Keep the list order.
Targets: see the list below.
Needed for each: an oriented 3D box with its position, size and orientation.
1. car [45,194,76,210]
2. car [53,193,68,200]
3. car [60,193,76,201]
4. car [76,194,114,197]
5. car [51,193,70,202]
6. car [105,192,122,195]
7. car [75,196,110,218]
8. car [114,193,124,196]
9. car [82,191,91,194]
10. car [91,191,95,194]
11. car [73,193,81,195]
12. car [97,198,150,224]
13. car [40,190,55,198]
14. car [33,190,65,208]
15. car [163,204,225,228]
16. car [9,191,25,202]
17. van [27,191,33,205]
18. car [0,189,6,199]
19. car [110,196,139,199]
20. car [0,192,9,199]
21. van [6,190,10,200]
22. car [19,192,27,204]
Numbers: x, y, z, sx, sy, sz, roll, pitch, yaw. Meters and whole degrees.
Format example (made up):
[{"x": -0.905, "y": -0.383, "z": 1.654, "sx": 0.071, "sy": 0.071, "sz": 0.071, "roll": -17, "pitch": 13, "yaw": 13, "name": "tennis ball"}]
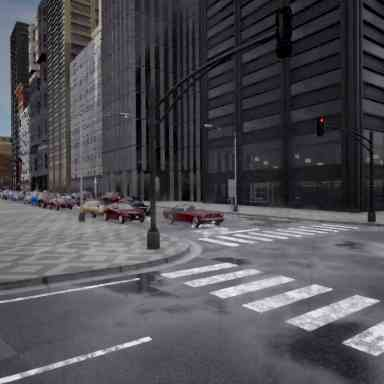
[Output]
[{"x": -14.883, "y": 1.275, "z": 37.681, "sx": 1.887, "sy": 1.381, "sz": 4.507, "roll": 0, "pitch": 1, "yaw": -36, "name": "car"}, {"x": -27.780, "y": 0.855, "z": 70.008, "sx": 1.887, "sy": 1.381, "sz": 4.507, "roll": 0, "pitch": 1, "yaw": -36, "name": "car"}, {"x": -24.480, "y": 0.949, "z": 65.454, "sx": 1.802, "sy": 1.307, "sz": 4.206, "roll": 0, "pitch": 1, "yaw": -36, "name": "car"}, {"x": -10.740, "y": 1.275, "z": 36.663, "sx": 2.033, "sy": 1.411, "sz": 5.357, "roll": -1, "pitch": 1, "yaw": -36, "name": "car"}, {"x": -23.744, "y": 0.936, "z": 60.041, "sx": 2.128, "sy": 1.511, "sz": 4.902, "roll": -1, "pitch": 1, "yaw": -36, "name": "car"}, {"x": -11.278, "y": 0.899, "z": 47.234, "sx": 2.192, "sy": 1.841, "sz": 5.009, "roll": 0, "pitch": 1, "yaw": -36, "name": "car"}, {"x": -8.183, "y": 1.353, "z": 28.434, "sx": 1.752, "sy": 1.417, "sz": 4.829, "roll": 0, "pitch": 1, "yaw": -36, "name": "car"}, {"x": -7.979, "y": 1.200, "z": 42.682, "sx": 1.947, "sy": 1.339, "sz": 4.313, "roll": 0, "pitch": 1, "yaw": -36, "name": "car"}, {"x": -17.965, "y": 0.893, "z": 52.068, "sx": 2.097, "sy": 1.767, "sz": 4.553, "roll": -1, "pitch": 1, "yaw": -36, "name": "car"}, {"x": -17.878, "y": 0.794, "z": 56.343, "sx": 2.192, "sy": 1.841, "sz": 5.009, "roll": 0, "pitch": 1, "yaw": -36, "name": "car"}, {"x": -16.519, "y": 1.166, "z": 44.683, "sx": 1.812, "sy": 1.442, "sz": 4.674, "roll": -1, "pitch": 1, "yaw": -35, "name": "car"}, {"x": -4.982, "y": 1.416, "z": 24.017, "sx": 1.887, "sy": 1.381, "sz": 4.507, "roll": 0, "pitch": 1, "yaw": -36, "name": "car"}, {"x": -34.379, "y": 0.510, "z": 79.114, "sx": 2.192, "sy": 1.841, "sz": 5.009, "roll": 0, "pitch": 1, "yaw": -36, "name": "car"}, {"x": -18.183, "y": 0.996, "z": 42.234, "sx": 2.192, "sy": 1.841, "sz": 5.009, "roll": 0, "pitch": 1, "yaw": -36, "name": "car"}, {"x": 0.029, "y": 1.479, "z": 21.752, "sx": 1.895, "sy": 1.301, "sz": 4.718, "roll": -1, "pitch": 1, "yaw": -35, "name": "car"}, {"x": -31.385, "y": 0.904, "z": 60.454, "sx": 1.967, "sy": 1.590, "sz": 4.097, "roll": 0, "pitch": 1, "yaw": -36, "name": "car"}, {"x": -21.484, "y": 0.970, "z": 46.790, "sx": 1.690, "sy": 1.788, "sz": 3.998, "roll": 0, "pitch": 1, "yaw": -36, "name": "van"}, {"x": -37.985, "y": 0.665, "z": 69.561, "sx": 2.192, "sy": 1.841, "sz": 5.009, "roll": 0, "pitch": 1, "yaw": -36, "name": "car"}, {"x": -5.247, "y": 1.370, "z": 29.079, "sx": 1.994, "sy": 1.385, "sz": 4.181, "roll": -1, "pitch": 1, "yaw": -36, "name": "car"}, {"x": -44.587, "y": 0.778, "z": 78.672, "sx": 1.887, "sy": 1.381, "sz": 4.507, "roll": 0, "pitch": 1, "yaw": -36, "name": "car"}, {"x": -34.684, "y": 0.748, "z": 65.007, "sx": 1.690, "sy": 1.788, "sz": 3.998, "roll": 0, "pitch": 1, "yaw": -36, "name": "van"}, {"x": -24.785, "y": 1.126, "z": 51.346, "sx": 2.008, "sy": 1.369, "sz": 4.403, "roll": 0, "pitch": 1, "yaw": -36, "name": "car"}]
